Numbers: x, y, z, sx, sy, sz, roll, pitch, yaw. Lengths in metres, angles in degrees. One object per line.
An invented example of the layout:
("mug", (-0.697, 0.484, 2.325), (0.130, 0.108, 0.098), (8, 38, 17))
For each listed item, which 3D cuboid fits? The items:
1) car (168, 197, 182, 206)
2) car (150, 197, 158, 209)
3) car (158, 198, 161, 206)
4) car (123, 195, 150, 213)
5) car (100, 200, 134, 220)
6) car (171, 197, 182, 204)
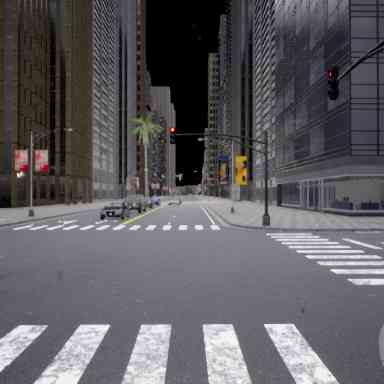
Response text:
("car", (-3.218, 1.782, 59.755), (1.895, 1.301, 4.718), (0, 0, 0))
("car", (-6.644, 1.483, 48.337), (2.097, 1.767, 4.553), (0, 0, 0))
("car", (-6.612, 1.653, 58.477), (1.882, 1.535, 5.008), (0, 0, 0))
("car", (-6.641, 1.314, 38.409), (2.150, 2.045, 5.566), (0, 0, 0))
("car", (-6.630, 1.628, 29.085), (1.994, 1.385, 4.181), (0, 0, 0))
("car", (-3.228, 1.789, 69.650), (1.994, 1.385, 4.181), (0, 0, 0))
